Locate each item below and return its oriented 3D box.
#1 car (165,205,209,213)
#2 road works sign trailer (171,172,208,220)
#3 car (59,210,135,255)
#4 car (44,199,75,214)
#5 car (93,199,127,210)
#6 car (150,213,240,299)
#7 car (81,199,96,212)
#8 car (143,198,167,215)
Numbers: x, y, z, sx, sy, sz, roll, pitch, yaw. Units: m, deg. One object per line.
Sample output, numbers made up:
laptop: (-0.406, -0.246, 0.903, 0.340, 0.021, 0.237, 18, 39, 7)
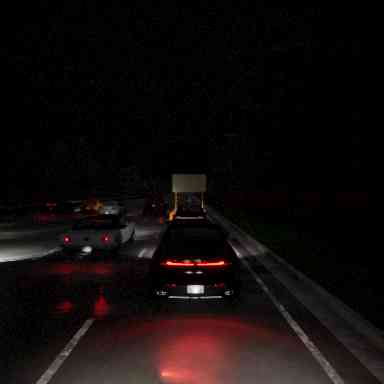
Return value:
car: (-0.075, 1.488, 18.807, 2.128, 1.511, 4.902, 0, 0, 1)
road works sign trailer: (-0.190, 0.464, 22.677, 2.380, 3.560, 2.880, 0, 0, -3)
car: (-3.490, 1.601, 13.237, 1.895, 1.301, 4.718, 0, 0, -1)
car: (-14.193, 1.491, 35.834, 2.128, 1.511, 4.902, 0, 0, -1)
car: (-7.155, 1.525, 30.189, 1.812, 1.442, 4.674, 0, 0, 0)
car: (0.046, 1.505, 8.417, 1.837, 1.490, 4.892, 0, 0, 0)
car: (-10.701, 1.477, 36.630, 1.882, 1.535, 5.008, 0, 0, -1)
car: (-3.678, 1.350, 34.020, 2.097, 1.767, 4.553, 0, 0, -1)
